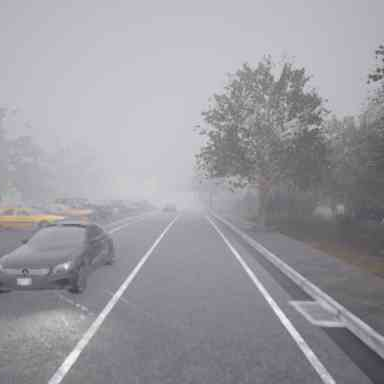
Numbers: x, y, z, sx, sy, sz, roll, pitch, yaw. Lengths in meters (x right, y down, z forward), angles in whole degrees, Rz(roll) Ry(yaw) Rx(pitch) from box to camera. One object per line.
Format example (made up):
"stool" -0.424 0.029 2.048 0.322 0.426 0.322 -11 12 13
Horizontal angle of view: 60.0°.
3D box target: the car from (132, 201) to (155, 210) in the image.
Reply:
"car" -10.249 2.858 70.119 4.553 1.767 2.185 0 -2 0

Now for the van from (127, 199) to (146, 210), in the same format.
"van" -10.180 2.146 53.494 4.442 1.987 1.878 0 -1 0

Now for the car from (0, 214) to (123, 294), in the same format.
"car" -3.346 1.543 8.970 1.812 1.442 4.674 0 0 0

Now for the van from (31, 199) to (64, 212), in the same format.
"van" -23.259 2.151 53.668 4.442 1.987 1.878 0 -1 0

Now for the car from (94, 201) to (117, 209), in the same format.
"car" -23.314 3.538 89.638 5.566 2.045 2.435 0 -2 0

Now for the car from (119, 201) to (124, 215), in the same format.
"car" -10.314 1.993 36.835 4.674 1.452 2.002 0 -1 0

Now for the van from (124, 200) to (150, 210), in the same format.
"van" -10.172 2.415 61.802 4.442 1.987 1.878 0 -2 0

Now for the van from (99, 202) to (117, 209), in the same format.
"van" -23.223 3.678 92.404 4.442 1.987 1.878 0 -2 0

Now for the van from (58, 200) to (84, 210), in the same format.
"van" -23.482 2.531 64.601 4.442 1.987 1.878 0 -2 0

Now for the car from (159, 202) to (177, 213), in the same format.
"car" -3.304 2.371 50.191 2.033 1.411 5.357 0 -2 0

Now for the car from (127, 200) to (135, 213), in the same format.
"car" -10.312 2.092 42.387 5.008 1.535 2.097 0 -1 0

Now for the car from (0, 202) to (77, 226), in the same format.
"car" -10.142 1.581 20.199 5.366 1.575 1.946 0 -1 0

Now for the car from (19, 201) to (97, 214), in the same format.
"car" -10.329 1.684 25.739 5.008 1.535 2.097 0 -1 0

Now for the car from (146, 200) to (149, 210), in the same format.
"car" -10.323 2.471 56.269 4.792 1.488 2.163 0 -2 0

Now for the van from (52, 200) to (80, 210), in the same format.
"van" -23.485 2.422 61.958 4.442 1.987 1.878 0 -2 0

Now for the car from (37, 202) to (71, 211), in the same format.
"car" -23.378 2.446 56.432 5.008 1.535 2.097 0 -1 0

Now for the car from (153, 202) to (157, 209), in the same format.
"car" -10.278 2.869 67.340 5.008 1.535 2.097 0 -2 0

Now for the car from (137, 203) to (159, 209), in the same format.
"car" -10.267 3.328 78.435 4.892 1.521 2.231 0 -2 0

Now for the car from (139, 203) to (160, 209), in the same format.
"car" -10.277 3.443 81.209 4.892 1.521 2.231 0 -2 0

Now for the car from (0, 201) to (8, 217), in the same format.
"car" -23.360 1.833 37.049 4.553 1.767 2.185 0 -1 0

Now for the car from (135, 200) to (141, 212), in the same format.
"car" -10.271 2.262 47.935 4.792 1.488 2.163 0 -1 0

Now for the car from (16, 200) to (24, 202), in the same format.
"car" -23.384 2.025 39.691 5.008 1.535 2.097 0 -1 0

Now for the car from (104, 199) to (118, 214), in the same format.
"car" -10.289 1.562 31.292 5.566 2.045 2.435 0 -1 0

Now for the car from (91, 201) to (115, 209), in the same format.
"car" -23.317 3.424 86.871 5.566 2.045 2.435 0 -2 0

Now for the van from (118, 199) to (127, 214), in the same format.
"van" -10.426 1.797 39.617 4.442 1.987 1.878 0 -1 0

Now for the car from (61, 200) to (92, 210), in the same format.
"car" -23.335 2.619 67.370 5.566 2.045 2.435 0 -2 0

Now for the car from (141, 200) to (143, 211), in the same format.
"car" -10.301 2.342 50.712 4.674 1.452 2.002 0 -1 0

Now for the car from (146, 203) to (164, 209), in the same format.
"car" -10.231 3.929 92.303 4.792 1.488 2.163 0 -2 0

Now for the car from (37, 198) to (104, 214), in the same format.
"car" -10.351 1.621 28.518 4.553 1.767 2.185 0 -1 0

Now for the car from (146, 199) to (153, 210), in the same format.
"car" -10.319 2.275 59.029 5.566 2.045 2.435 0 -2 0

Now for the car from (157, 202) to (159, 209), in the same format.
"car" -10.247 2.973 72.893 4.553 1.767 2.185 0 -2 0

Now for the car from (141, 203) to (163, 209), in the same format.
"car" -10.082 3.553 83.983 5.366 1.575 1.946 0 -2 0

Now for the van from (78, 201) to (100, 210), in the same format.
"van" -23.472 2.988 75.672 4.442 1.987 1.878 0 -2 0

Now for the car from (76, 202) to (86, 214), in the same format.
"car" -10.330 1.631 22.967 4.892 1.521 2.231 0 -1 0

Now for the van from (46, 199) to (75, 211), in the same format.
"van" -23.254 2.302 59.057 4.442 1.987 1.878 0 -2 0
